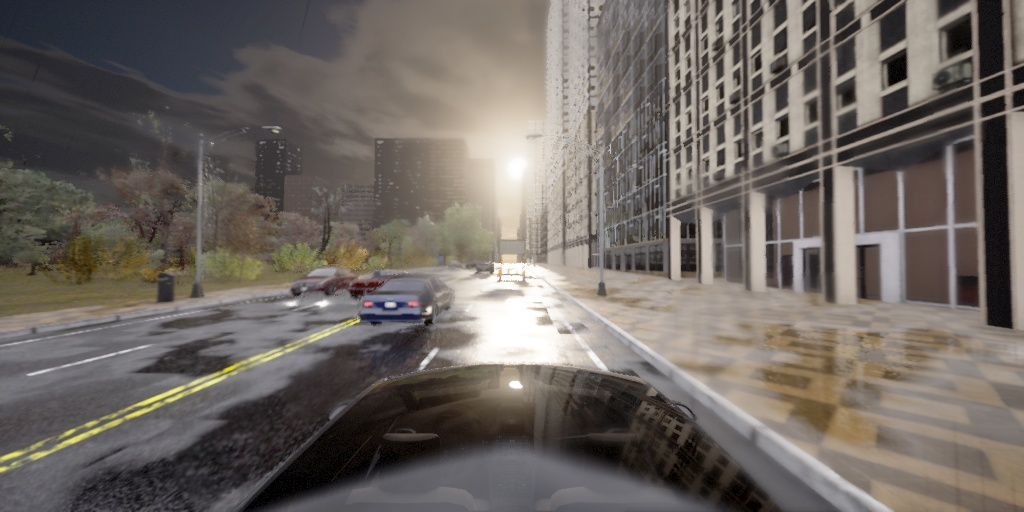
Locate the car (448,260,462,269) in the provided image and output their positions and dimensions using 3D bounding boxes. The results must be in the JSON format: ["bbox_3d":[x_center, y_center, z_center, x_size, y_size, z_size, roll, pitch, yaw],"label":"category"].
[{"bbox_3d":[-9.788,1.489,62.105,1.812,1.442,4.674,0,0,1],"label":"car"}]

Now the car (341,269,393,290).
[{"bbox_3d":[-6.601,1.375,18.449,1.895,1.301,4.718,0,0,0],"label":"car"}]

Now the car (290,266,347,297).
[{"bbox_3d":[-9.849,1.301,19.311,1.812,1.442,4.674,0,0,0],"label":"car"}]

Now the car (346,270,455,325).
[{"bbox_3d":[-3.151,1.311,11.797,2.033,1.411,5.357,0,0,0],"label":"car"}]

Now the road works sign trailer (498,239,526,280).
[{"bbox_3d":[0.000,0.272,31.565,2.380,3.560,2.880,0,0,0],"label":"road works sign trailer"}]

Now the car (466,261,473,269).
[{"bbox_3d":[-6.545,1.550,59.681,1.895,1.301,4.718,0,0,1],"label":"car"}]

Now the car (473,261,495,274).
[{"bbox_3d":[-3.158,1.350,43.509,2.128,1.511,4.902,0,0,0],"label":"car"}]
